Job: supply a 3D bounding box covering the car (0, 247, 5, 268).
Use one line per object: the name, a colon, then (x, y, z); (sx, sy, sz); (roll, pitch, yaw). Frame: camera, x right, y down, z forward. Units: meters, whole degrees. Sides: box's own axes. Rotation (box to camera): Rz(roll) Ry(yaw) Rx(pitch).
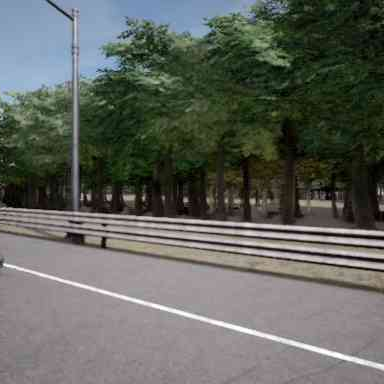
car: (-7.334, 1.549, 9.433); (5.357, 1.411, 2.033); (0, 0, 37)
